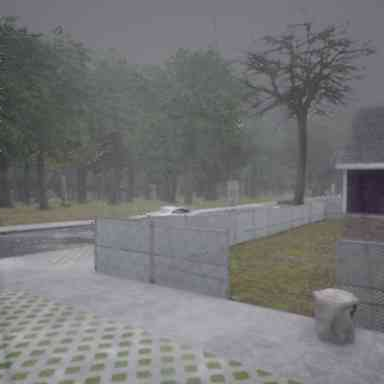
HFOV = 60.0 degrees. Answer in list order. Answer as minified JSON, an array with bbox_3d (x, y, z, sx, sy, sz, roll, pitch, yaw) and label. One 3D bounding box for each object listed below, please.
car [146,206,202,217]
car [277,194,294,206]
[{"bbox_3d":[-1.092,1.627,21.743,1.812,1.442,4.674,2,1,36],"label":"car"},{"bbox_3d":[13.635,1.123,47.043,1.882,1.535,5.008,2,2,36],"label":"car"}]
